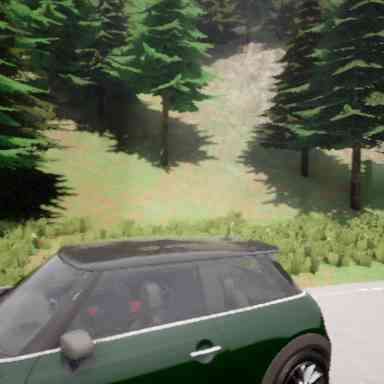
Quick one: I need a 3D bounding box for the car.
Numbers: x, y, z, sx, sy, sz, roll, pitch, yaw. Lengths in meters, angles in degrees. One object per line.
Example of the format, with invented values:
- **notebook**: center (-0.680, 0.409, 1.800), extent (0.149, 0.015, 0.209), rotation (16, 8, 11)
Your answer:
- **car**: center (-0.839, 1.286, 3.232), extent (4.553, 1.767, 2.097), rotation (1, 1, -29)
